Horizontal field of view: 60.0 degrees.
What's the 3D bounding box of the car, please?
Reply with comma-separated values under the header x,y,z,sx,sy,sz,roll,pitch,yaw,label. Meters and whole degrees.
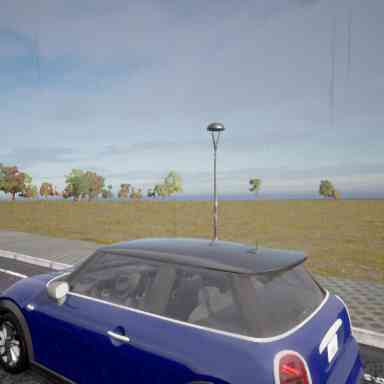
x,y,z,sx,sy,sz,roll,pitch,yaw,label
-0.516,1.353,4.096,4.553,1.767,2.097,0,0,36,car
